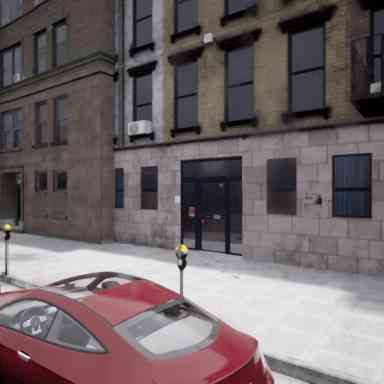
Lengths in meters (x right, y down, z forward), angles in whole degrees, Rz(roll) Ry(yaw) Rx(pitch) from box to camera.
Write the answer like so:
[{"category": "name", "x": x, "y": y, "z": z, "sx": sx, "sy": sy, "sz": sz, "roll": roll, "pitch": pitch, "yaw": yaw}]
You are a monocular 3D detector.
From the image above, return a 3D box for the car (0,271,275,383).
[{"category": "car", "x": -1.213, "y": 1.582, "z": 3.684, "sx": 4.206, "sy": 1.307, "sz": 1.802, "roll": 0, "pitch": 0, "yaw": 36}]
